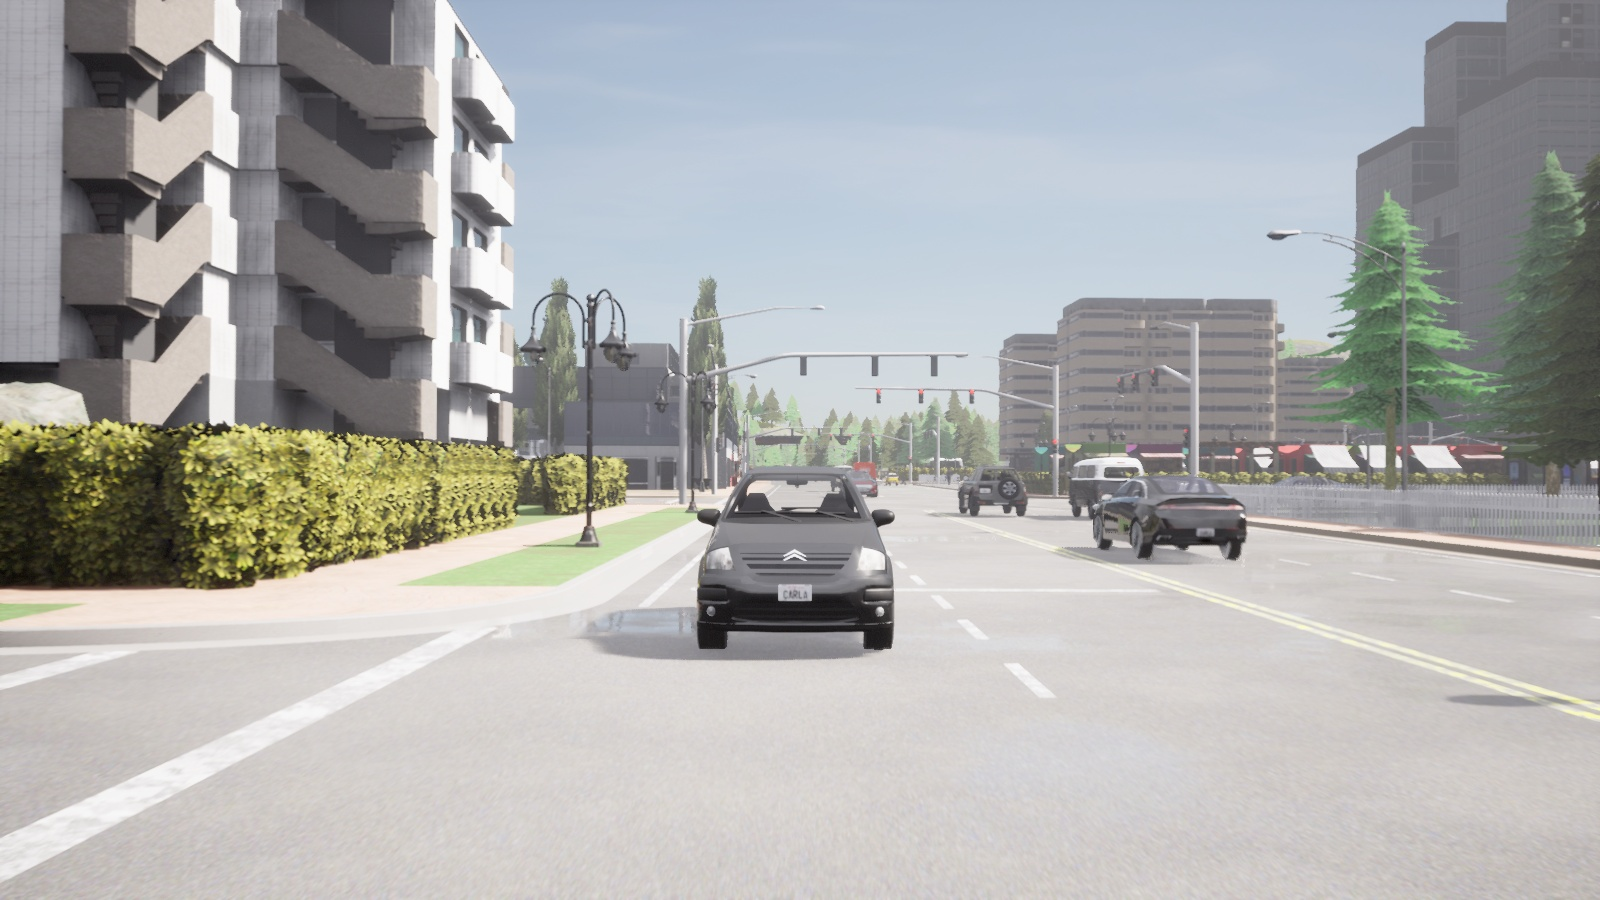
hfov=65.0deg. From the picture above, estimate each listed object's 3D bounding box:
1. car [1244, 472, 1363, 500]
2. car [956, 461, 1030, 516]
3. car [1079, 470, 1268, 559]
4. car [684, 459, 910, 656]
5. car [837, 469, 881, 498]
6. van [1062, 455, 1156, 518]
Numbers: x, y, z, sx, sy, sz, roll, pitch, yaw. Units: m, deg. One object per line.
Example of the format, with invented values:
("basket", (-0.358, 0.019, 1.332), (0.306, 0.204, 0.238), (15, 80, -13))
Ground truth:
("car", (26.237, 1.855, 65.550), (5.357, 1.411, 2.033), (0, -1, -1))
("car", (6.888, 1.361, 45.200), (1.932, 1.855, 4.605), (0, -1, 0))
("car", (6.941, 1.145, 23.982), (2.128, 1.511, 4.902), (0, -1, 0))
("car", (-0.031, 0.920, 12.336), (1.851, 1.617, 3.988), (0, -1, 0))
("car", (3.478, 1.981, 74.652), (2.033, 1.649, 4.856), (0, -1, -4))
("van", (10.395, 1.210, 42.613), (2.069, 2.038, 4.480), (0, -1, 0))
